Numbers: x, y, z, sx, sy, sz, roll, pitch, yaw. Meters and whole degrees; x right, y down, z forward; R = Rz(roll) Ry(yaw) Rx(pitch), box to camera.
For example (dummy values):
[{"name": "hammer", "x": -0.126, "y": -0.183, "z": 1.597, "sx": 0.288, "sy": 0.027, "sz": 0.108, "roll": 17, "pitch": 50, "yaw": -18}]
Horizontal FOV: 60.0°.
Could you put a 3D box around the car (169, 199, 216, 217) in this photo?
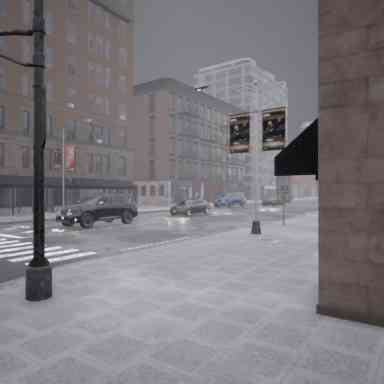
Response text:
[{"name": "car", "x": -0.115, "y": 1.397, "z": 30.259, "sx": 1.837, "sy": 1.490, "sz": 4.892, "roll": 0, "pitch": 1, "yaw": 35}]

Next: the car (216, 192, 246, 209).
[{"name": "car", "x": 4.955, "y": 1.065, "z": 43.010, "sx": 2.150, "sy": 2.045, "sz": 5.566, "roll": 0, "pitch": 0, "yaw": 36}]

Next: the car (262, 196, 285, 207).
[{"name": "car", "x": 11.377, "y": 1.288, "z": 46.382, "sx": 1.882, "sy": 1.535, "sz": 5.008, "roll": 0, "pitch": 0, "yaw": 36}]

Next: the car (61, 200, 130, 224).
[{"name": "car", "x": -7.328, "y": 1.426, "z": 25.704, "sx": 2.128, "sy": 1.511, "sz": 4.902, "roll": 0, "pitch": 0, "yaw": 35}]

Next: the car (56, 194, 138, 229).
[{"name": "car", "x": -6.045, "y": 1.160, "z": 21.888, "sx": 2.150, "sy": 2.045, "sz": 5.566, "roll": 0, "pitch": 0, "yaw": 35}]
